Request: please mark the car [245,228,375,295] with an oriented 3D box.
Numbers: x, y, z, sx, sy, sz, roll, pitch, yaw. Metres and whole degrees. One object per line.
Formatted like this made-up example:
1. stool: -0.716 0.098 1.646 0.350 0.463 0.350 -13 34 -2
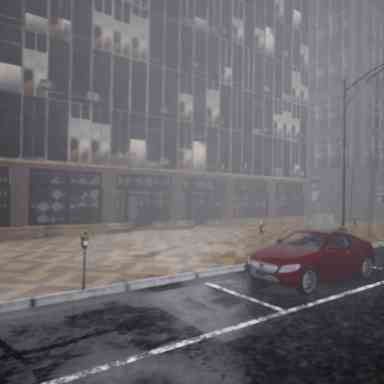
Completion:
1. car: 3.298 1.664 8.900 4.206 1.307 1.802 1 0 -35
